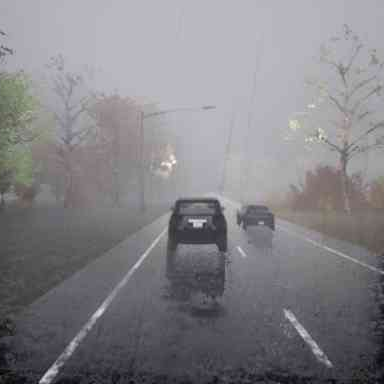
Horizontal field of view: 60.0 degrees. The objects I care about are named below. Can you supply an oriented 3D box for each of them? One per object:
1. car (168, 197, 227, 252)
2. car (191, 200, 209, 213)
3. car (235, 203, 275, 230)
[{"bbox_3d":[0.235,1.203,13.935,2.150,2.045,5.566,0,0,1],"label":"car"},{"bbox_3d":[0.907,1.552,37.010,1.895,1.301,4.718,0,0,2],"label":"car"},{"bbox_3d":[3.879,1.477,20.820,1.837,1.490,4.892,0,0,1],"label":"car"}]
